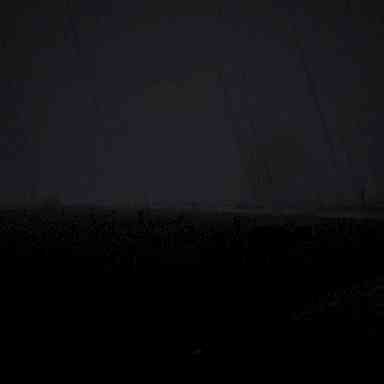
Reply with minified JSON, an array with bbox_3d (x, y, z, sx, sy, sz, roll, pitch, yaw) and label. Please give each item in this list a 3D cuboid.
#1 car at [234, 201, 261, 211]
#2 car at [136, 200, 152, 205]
[{"bbox_3d":[8.033,2.061,48.411,1.994,1.385,4.181,-1,1,-36],"label":"car"},{"bbox_3d":[-10.577,2.497,74.373,1.895,1.301,4.718,-1,0,-36],"label":"car"}]
